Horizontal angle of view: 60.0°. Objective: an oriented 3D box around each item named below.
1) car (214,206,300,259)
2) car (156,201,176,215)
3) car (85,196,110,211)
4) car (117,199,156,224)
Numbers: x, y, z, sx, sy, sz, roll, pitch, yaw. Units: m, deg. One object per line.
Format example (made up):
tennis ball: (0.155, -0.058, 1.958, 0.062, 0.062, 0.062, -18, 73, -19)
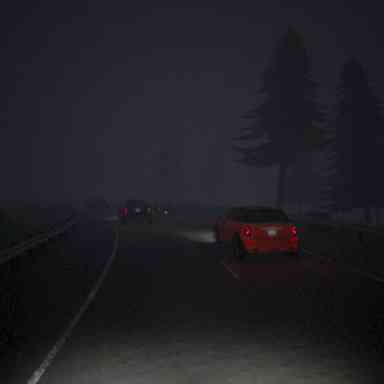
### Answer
car: (2.236, 1.310, 12.724, 2.097, 1.767, 4.553, 0, 0, -9)
car: (-3.178, 1.525, 31.715, 1.895, 1.301, 4.718, 0, 0, -23)
car: (-11.596, 1.279, 40.563, 2.097, 1.767, 4.553, 0, 0, -30)
car: (-4.356, 1.298, 24.747, 2.097, 1.767, 4.553, 0, 0, -18)
